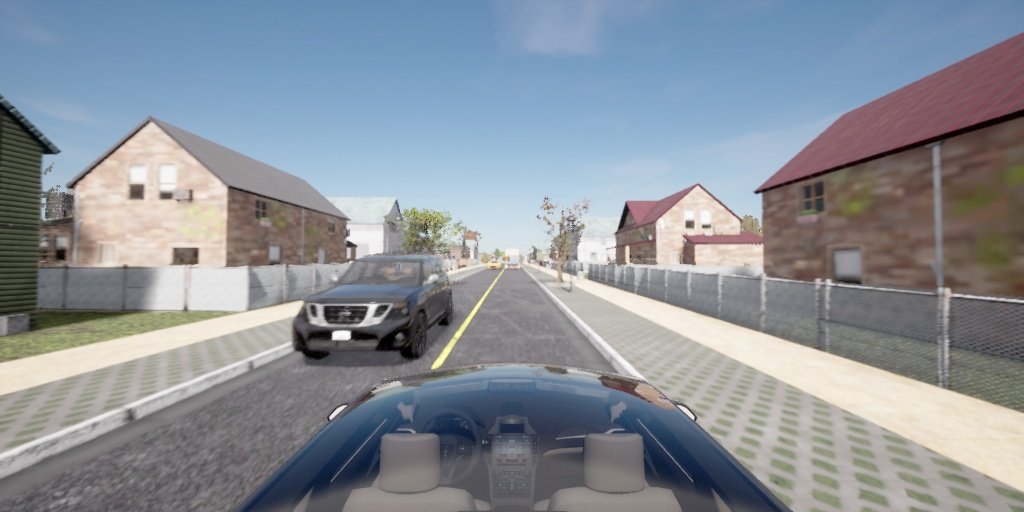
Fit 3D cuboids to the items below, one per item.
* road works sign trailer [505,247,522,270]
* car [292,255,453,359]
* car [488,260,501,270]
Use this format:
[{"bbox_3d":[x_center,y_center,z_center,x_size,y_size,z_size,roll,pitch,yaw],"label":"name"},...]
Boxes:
[{"bbox_3d":[0.044,0.414,56.149,2.380,3.560,2.880,0,0,0],"label":"road works sign trailer"},{"bbox_3d":[-2.842,0.978,8.754,2.150,2.045,5.566,0,0,0],"label":"car"},{"bbox_3d":[-2.763,1.441,56.841,1.882,1.535,5.008,0,0,1],"label":"car"}]
